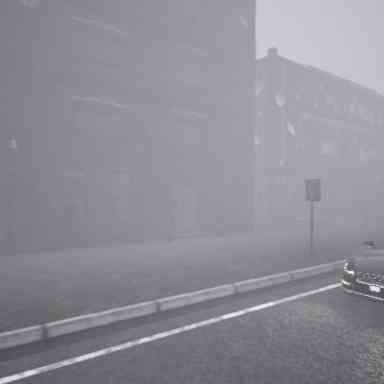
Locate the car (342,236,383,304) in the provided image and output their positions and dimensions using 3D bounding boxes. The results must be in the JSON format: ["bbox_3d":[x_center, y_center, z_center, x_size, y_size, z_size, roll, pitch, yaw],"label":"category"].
[{"bbox_3d":[5.309,1.522,7.465,4.892,1.490,1.837,0,0,-35],"label":"car"}]
